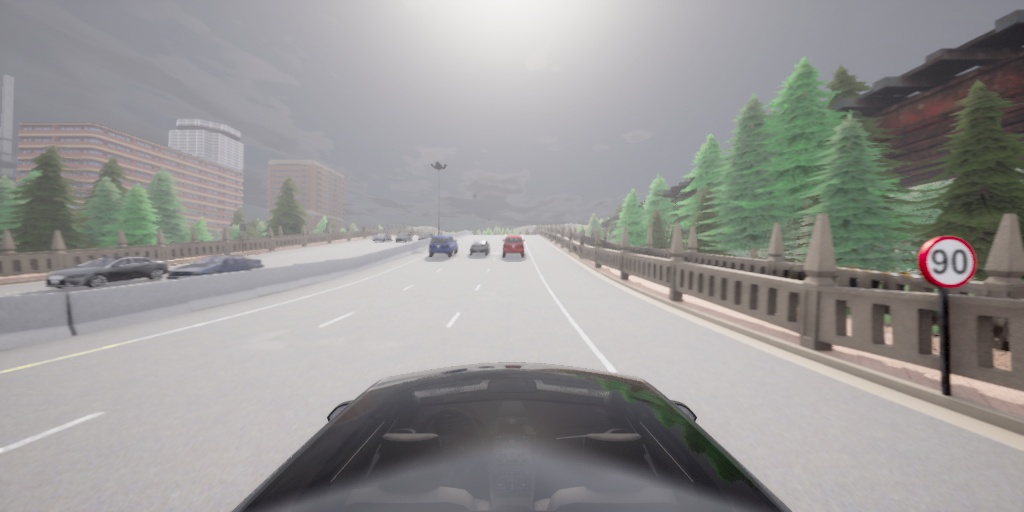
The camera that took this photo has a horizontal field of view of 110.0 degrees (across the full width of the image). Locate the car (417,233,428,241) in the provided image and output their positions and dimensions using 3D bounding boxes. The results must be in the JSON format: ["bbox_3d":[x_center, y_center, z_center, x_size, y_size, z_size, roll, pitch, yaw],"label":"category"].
[{"bbox_3d":[-13.778,-2.958,57.535,1.837,1.490,4.892,0,6,1],"label":"car"}]

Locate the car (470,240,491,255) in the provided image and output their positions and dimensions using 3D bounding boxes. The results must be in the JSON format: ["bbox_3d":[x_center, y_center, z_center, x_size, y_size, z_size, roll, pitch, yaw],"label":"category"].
[{"bbox_3d":[-3.304,-0.958,37.655,2.128,1.511,4.902,0,6,1],"label":"car"}]

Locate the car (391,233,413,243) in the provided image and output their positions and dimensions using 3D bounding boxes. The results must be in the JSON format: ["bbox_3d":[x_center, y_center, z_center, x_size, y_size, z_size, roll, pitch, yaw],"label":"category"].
[{"bbox_3d":[-17.270,-2.956,57.534,1.837,1.490,4.892,0,6,1],"label":"car"}]

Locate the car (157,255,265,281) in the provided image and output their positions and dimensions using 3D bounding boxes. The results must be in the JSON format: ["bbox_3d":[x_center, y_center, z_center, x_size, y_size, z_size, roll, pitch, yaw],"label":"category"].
[{"bbox_3d":[-17.497,0.645,21.583,2.033,1.411,5.357,0,4,1],"label":"car"}]

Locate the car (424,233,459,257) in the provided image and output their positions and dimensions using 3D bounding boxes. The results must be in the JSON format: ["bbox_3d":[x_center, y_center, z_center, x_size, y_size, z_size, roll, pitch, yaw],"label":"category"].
[{"bbox_3d":[-6.826,-1.070,36.129,2.150,2.045,5.566,0,6,1],"label":"car"}]

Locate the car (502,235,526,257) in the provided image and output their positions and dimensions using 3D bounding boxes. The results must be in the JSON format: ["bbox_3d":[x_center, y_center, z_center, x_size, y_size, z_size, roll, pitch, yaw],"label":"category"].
[{"bbox_3d":[0.176,-1.084,36.233,2.150,2.045,5.566,0,6,1],"label":"car"}]

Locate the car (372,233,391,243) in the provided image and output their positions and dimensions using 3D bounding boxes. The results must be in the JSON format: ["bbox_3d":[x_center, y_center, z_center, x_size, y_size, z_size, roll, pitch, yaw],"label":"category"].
[{"bbox_3d":[-20.762,-2.934,57.550,1.812,1.442,4.674,0,6,1],"label":"car"}]

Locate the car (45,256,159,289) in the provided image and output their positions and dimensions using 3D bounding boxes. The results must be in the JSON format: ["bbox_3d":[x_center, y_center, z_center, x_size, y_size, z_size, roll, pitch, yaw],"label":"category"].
[{"bbox_3d":[-21.024,0.772,18.938,2.128,1.511,4.902,0,4,1],"label":"car"}]
